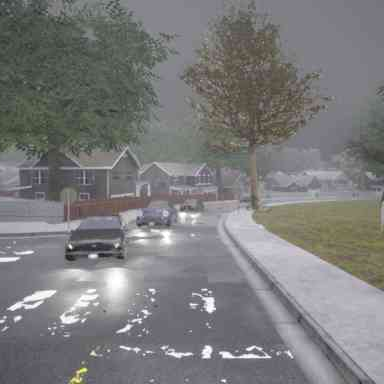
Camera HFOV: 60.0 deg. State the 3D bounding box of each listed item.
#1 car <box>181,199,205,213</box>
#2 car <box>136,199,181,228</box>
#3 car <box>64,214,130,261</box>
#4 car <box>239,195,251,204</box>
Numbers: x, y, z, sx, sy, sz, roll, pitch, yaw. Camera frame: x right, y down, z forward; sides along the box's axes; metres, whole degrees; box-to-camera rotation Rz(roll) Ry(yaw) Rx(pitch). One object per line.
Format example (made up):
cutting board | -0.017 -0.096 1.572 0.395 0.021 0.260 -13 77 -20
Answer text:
car | 0.047 1.448 36.146 1.994 1.385 4.181 1 1 15
car | -2.217 1.310 22.044 2.097 1.767 4.553 0 0 5
car | -3.348 1.545 12.618 2.033 1.411 5.357 0 0 -8
car | 10.072 1.324 59.843 2.033 1.411 5.357 2 1 31
